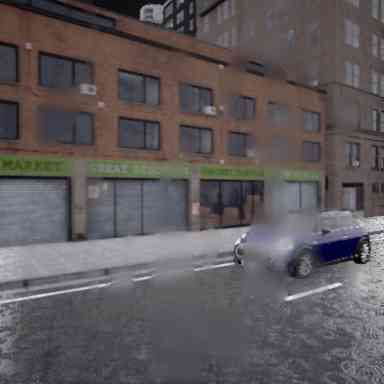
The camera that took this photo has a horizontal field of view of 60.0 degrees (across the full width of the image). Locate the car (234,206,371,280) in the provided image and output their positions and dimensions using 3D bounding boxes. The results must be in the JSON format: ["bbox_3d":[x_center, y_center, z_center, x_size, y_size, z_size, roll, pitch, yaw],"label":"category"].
[{"bbox_3d":[3.427,1.356,10.121,4.553,1.767,2.097,0,0,-35],"label":"car"}]
